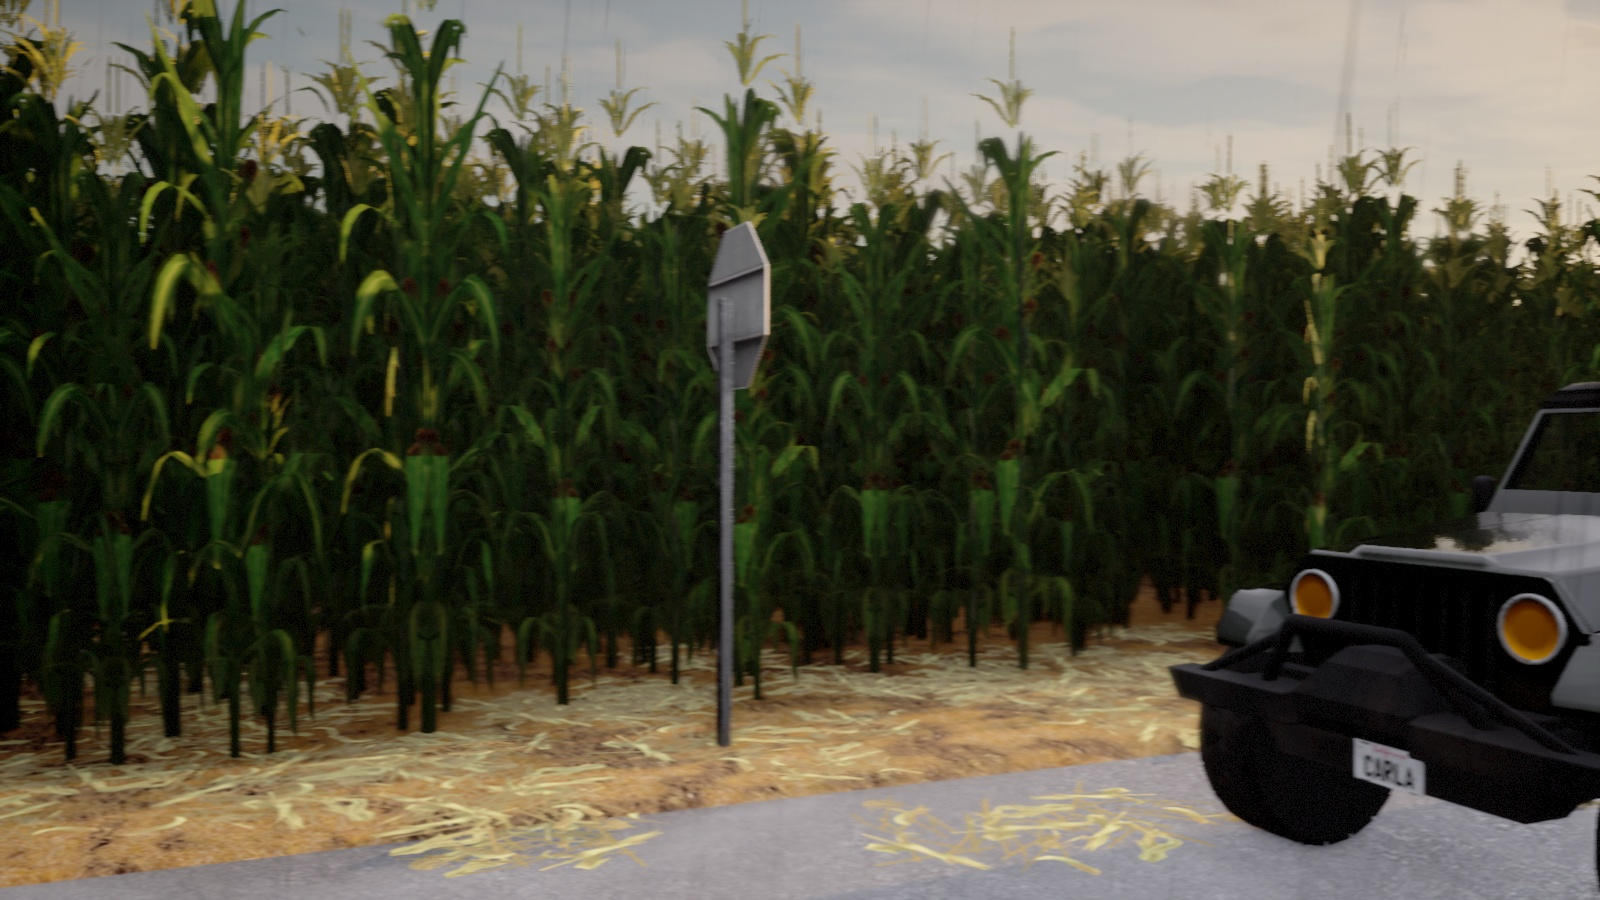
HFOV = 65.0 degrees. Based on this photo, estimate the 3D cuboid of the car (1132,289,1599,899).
[{"bbox_3d":[3.411,0.542,4.651,3.866,1.878,1.905,0,0,-23],"label":"car"}]
